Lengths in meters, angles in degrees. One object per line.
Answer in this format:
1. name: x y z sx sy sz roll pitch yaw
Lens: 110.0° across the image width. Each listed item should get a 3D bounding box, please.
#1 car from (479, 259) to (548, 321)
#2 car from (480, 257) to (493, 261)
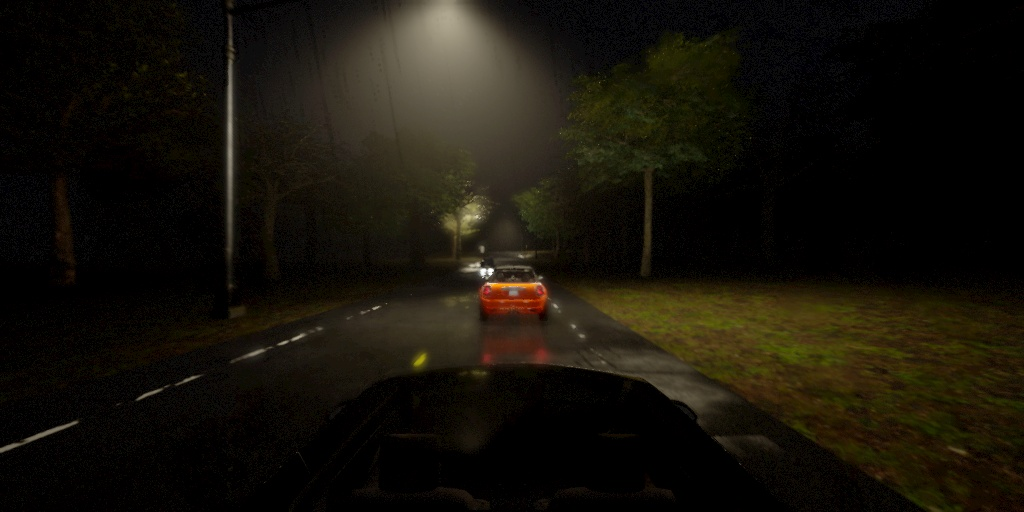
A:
1. car: 0.068 1.110 12.723 2.097 1.767 4.553 0 0 0
2. car: -3.580 0.909 52.812 2.128 1.511 4.902 0 1 0
